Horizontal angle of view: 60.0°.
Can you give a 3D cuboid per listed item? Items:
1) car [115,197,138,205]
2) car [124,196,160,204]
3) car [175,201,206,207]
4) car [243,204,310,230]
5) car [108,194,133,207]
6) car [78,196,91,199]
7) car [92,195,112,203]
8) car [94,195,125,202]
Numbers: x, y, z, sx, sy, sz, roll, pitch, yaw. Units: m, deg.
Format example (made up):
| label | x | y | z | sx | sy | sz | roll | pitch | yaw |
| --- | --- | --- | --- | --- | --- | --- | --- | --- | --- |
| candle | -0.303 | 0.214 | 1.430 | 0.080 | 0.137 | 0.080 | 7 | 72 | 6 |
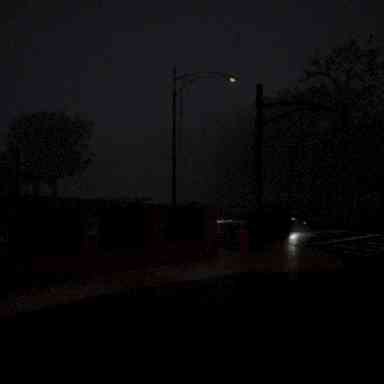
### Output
| label | x | y | z | sx | sy | sz | roll | pitch | yaw |
| --- | --- | --- | --- | --- | --- | --- | --- | --- | --- |
| car | -11.098 | 1.513 | 56.128 | 1.895 | 1.301 | 4.718 | 0 | 0 | -36 |
| car | -5.155 | 1.308 | 36.297 | 2.097 | 1.767 | 4.553 | 0 | 0 | -36 |
| car | 0.047 | 1.518 | 29.026 | 1.812 | 1.442 | 4.674 | 0 | 0 | -36 |
| car | 5.344 | 1.554 | 21.617 | 1.812 | 1.442 | 4.674 | 0 | 0 | -36 |
| car | -10.875 | 1.269 | 50.232 | 2.097 | 1.767 | 4.553 | 0 | 0 | -36 |
| car | -20.900 | 1.401 | 64.250 | 1.994 | 1.385 | 4.181 | 0 | 0 | -36 |
| car | -17.716 | 1.353 | 65.384 | 2.128 | 1.511 | 4.902 | 0 | 0 | -36 |
| car | -11.204 | 1.460 | 44.838 | 2.033 | 1.411 | 5.357 | 0 | 0 | -35 |
